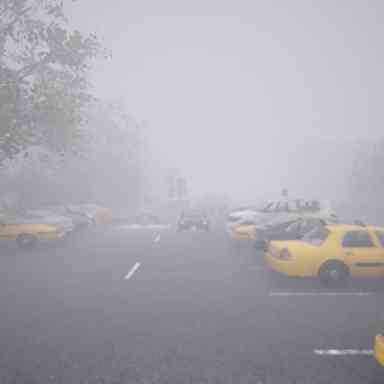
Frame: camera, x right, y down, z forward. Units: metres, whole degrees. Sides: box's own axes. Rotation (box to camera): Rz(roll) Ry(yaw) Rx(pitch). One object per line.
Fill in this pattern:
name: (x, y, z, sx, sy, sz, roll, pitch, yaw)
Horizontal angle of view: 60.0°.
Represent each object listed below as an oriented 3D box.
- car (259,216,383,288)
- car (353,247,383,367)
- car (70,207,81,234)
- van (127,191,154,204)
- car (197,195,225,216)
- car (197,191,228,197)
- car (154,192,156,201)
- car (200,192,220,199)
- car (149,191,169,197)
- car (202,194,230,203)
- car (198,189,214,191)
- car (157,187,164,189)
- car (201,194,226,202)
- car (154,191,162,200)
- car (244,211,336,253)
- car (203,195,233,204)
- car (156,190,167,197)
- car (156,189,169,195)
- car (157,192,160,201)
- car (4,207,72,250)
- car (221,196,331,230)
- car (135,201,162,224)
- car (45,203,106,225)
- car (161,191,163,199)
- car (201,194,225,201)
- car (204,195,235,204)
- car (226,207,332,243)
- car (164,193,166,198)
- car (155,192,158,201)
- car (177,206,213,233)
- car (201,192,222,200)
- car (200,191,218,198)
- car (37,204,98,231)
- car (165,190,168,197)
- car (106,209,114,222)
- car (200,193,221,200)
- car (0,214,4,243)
car: (4.726, 1.547, 8.839, 5.366, 1.575, 1.946, 0, -1, 0)
car: (4.726, 1.498, 3.165, 5.366, 1.575, 1.946, 0, -1, 0)
car: (-8.537, 1.663, 17.178, 4.674, 1.452, 2.002, 0, -1, 0)
van: (-8.679, 0.928, 52.461, 4.442, 1.987, 1.878, 1, 0, 0)
car: (2.354, 1.553, 34.547, 1.837, 1.490, 4.892, 2, 4, 30)
car: (2.468, 1.129, 42.192, 2.097, 1.767, 4.553, -3, 3, -34)
car: (-8.806, 1.196, 55.134, 4.674, 1.452, 2.002, 0, 0, 0)
car: (4.267, 0.885, 80.401, 4.792, 1.488, 2.163, 0, 2, 0)
car: (-8.782, 0.594, 88.592, 5.008, 1.535, 2.097, 0, 2, 0)
car: (4.286, 1.158, 60.883, 5.008, 1.535, 2.097, 0, 0, 0)
car: (4.255, 0.893, 63.675, 5.566, 2.045, 2.435, 0, 0, 0)
car: (-8.803, 0.238, 91.369, 5.566, 2.045, 2.435, 0, 2, 0)
car: (4.292, 1.123, 66.466, 4.892, 1.521, 2.231, 0, 1, 0)
car: (-8.982, 1.141, 63.624, 5.366, 1.575, 1.946, 0, 0, 0)
car: (4.534, 1.575, 11.614, 4.892, 1.521, 2.231, 0, 0, 0)
car: (4.247, 1.187, 55.318, 4.792, 1.488, 2.163, 0, 0, 0)
car: (-8.783, 0.992, 74.655, 5.008, 1.535, 2.097, 0, 1, 0)
car: (-8.594, 0.689, 85.804, 5.366, 1.575, 1.946, 0, 2, 0)
car: (-8.827, 1.186, 60.832, 4.792, 1.488, 2.163, 0, 0, 0)
car: (-8.354, 1.596, 14.409, 5.366, 1.575, 1.946, 0, -1, 0)
car: (4.511, 1.373, 17.169, 5.566, 2.045, 2.435, 0, -1, 0)
car: (-3.506, 1.751, 27.579, 1.812, 1.442, 4.674, 0, 0, 1)
car: (-8.572, 1.546, 22.595, 4.553, 1.767, 2.185, 0, -1, 0)
car: (-8.980, 1.119, 66.419, 5.366, 1.575, 1.946, 0, 0, 0)
car: (4.317, 1.120, 69.245, 4.792, 1.488, 2.163, 0, 1, 0)
car: (4.304, 1.183, 52.534, 4.792, 1.488, 2.163, 0, 0, 0)
car: (4.354, 1.596, 14.390, 5.366, 1.575, 1.946, 0, -1, 0)
car: (-8.785, 1.046, 71.866, 5.008, 1.535, 2.097, 0, 1, 0)
car: (-8.804, 1.200, 57.919, 4.674, 1.452, 2.002, 0, 0, 0)
car: (0.100, 1.779, 21.017, 1.895, 1.301, 4.718, 0, -1, 0)
car: (4.323, 0.864, 74.824, 4.553, 1.767, 2.185, 0, 1, 0)
car: (4.270, 0.562, 85.961, 4.553, 1.767, 2.185, 0, 2, 0)
car: (-8.511, 1.678, 19.949, 4.792, 1.488, 2.163, 0, -1, 0)
car: (-8.780, 0.928, 77.572, 4.892, 1.521, 2.231, 0, 1, 0)
car: (-8.535, 1.696, 25.366, 5.008, 1.535, 2.097, 0, -1, 0)
car: (4.324, 0.956, 77.614, 4.792, 1.488, 2.163, 0, 1, 0)
car: (-8.568, 1.298, 8.872, 5.566, 2.045, 2.435, 0, -1, 0)
